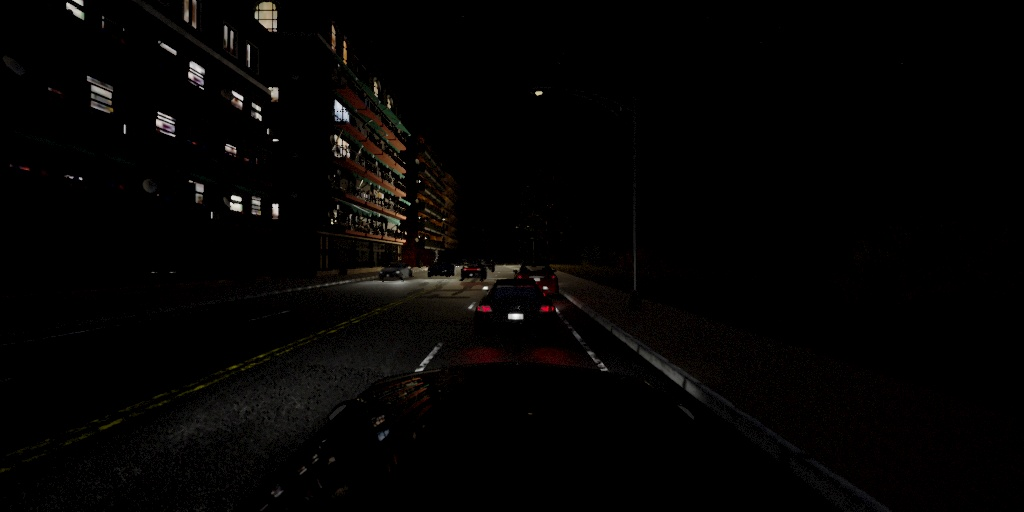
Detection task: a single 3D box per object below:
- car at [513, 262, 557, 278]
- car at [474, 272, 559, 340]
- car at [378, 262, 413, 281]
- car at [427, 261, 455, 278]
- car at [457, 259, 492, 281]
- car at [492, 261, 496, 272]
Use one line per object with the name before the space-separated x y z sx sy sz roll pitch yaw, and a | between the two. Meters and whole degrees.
car | 1.144 1.103 18.563 2.097 1.767 4.553 0 0 0
car | 0.097 1.315 9.983 1.994 1.385 4.181 0 0 0
car | -9.838 1.278 30.741 1.812 1.442 4.674 0 0 0
car | -6.588 1.230 33.609 1.882 1.535 5.008 0 0 0
car | -3.138 1.243 30.019 2.128 1.511 4.902 0 0 0
car | -3.131 1.242 45.431 2.128 1.511 4.902 0 0 0
